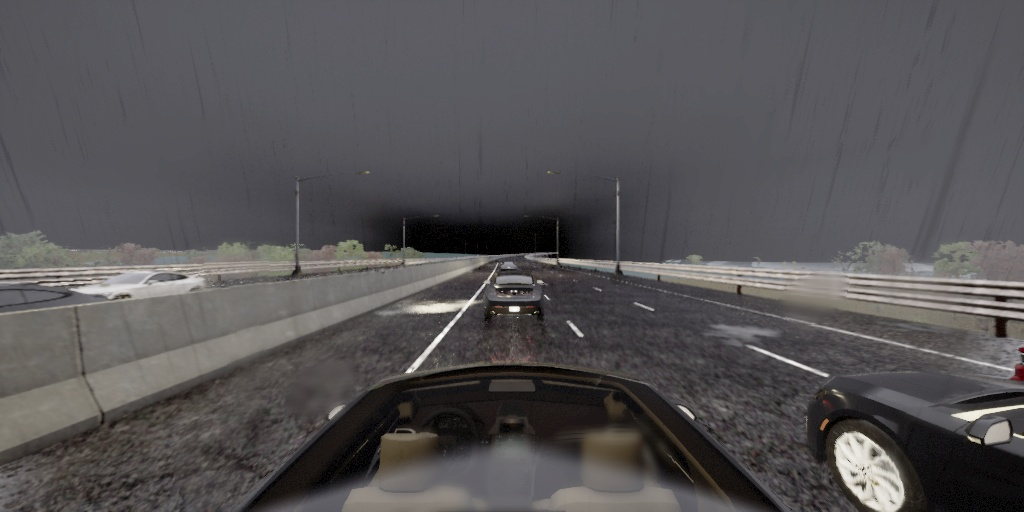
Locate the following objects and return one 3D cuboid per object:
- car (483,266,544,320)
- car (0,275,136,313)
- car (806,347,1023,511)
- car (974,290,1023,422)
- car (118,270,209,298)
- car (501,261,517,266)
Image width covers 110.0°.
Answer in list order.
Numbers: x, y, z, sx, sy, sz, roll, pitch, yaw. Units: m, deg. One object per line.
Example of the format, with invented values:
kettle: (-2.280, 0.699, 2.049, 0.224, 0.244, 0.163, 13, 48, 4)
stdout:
car: (0.055, 1.253, 12.557, 1.837, 1.490, 4.892, 0, 0, 0)
car: (-10.598, 1.278, 6.858, 1.812, 1.442, 4.674, 0, 0, 0)
car: (3.593, 1.254, 1.255, 1.837, 1.490, 4.892, 0, 0, 0)
car: (7.092, 1.226, 2.265, 1.882, 1.535, 5.008, 0, 0, 0)
car: (-14.107, 1.277, 13.740, 1.812, 1.442, 4.674, 0, 0, 0)
car: (-0.411, 1.280, 43.460, 1.994, 1.385, 4.181, 0, 0, -1)
